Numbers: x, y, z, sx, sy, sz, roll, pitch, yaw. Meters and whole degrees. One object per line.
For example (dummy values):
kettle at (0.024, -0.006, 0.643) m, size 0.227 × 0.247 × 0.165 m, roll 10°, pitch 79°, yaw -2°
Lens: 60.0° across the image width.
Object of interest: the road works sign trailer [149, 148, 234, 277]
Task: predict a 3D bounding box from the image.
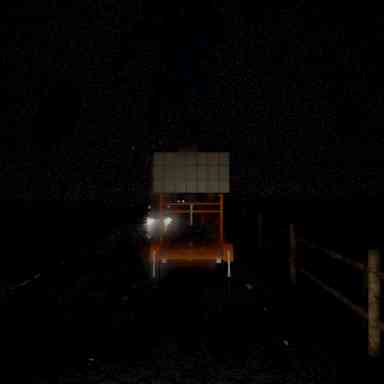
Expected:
road works sign trailer at (-0.015, 0.467, 10.224) m, size 2.380 × 3.560 × 2.880 m, roll 0°, pitch 0°, yaw 0°

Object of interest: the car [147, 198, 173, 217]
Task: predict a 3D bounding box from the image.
car at (-2.899, 1.366, 30.912) m, size 2.097 × 1.767 × 4.553 m, roll 0°, pitch 0°, yaw 0°

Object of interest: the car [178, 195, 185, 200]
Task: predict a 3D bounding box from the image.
car at (-2.896, 1.555, 90.109) m, size 2.033 × 1.411 × 5.357 m, roll 0°, pitch 0°, yaw 0°
